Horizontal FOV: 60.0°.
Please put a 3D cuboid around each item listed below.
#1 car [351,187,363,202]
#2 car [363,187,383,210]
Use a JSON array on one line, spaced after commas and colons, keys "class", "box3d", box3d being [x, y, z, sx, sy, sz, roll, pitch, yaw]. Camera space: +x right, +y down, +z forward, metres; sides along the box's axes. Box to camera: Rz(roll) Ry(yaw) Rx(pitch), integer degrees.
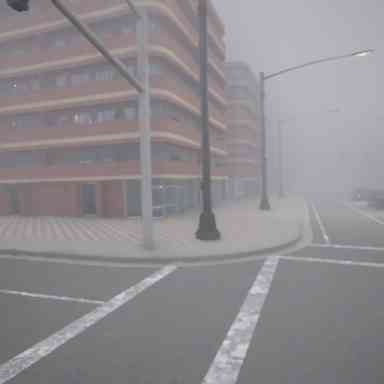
[{"class": "car", "box3d": [18.152, 0.199, 35.444, 1.837, 1.490, 4.892, -1, 2, 19]}, {"class": "car", "box3d": [14.868, 0.497, 25.684, 1.882, 1.535, 5.008, -1, 2, 18]}]
